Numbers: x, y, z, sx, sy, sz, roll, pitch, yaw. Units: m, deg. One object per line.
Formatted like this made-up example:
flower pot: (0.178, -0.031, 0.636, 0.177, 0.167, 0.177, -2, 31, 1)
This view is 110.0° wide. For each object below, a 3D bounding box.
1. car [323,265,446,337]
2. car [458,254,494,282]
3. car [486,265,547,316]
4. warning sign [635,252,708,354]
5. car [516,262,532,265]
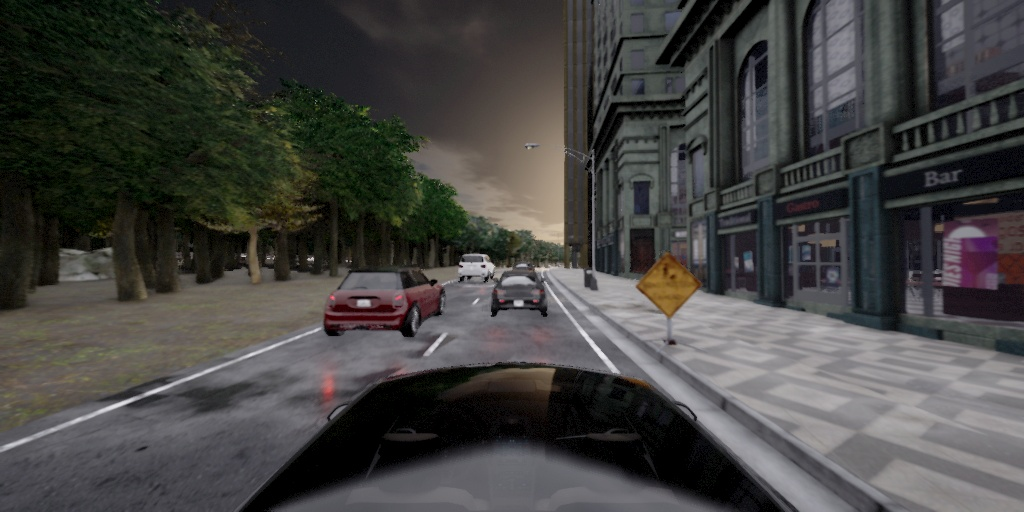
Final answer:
car: (-3.309, 1.066, 10.265, 2.097, 1.767, 4.553, 0, 0, 2)
car: (-2.655, 0.888, 27.674, 2.150, 2.045, 5.566, 0, 0, 3)
car: (0.263, 1.224, 12.973, 1.812, 1.442, 4.674, 0, 0, 2)
warning sign: (3.087, 0.847, 7.005, 1.300, 1.860, 1.060, 0, 0, 1)
car: (0.975, 1.197, 29.547, 1.812, 1.442, 4.674, 0, 0, 4)
